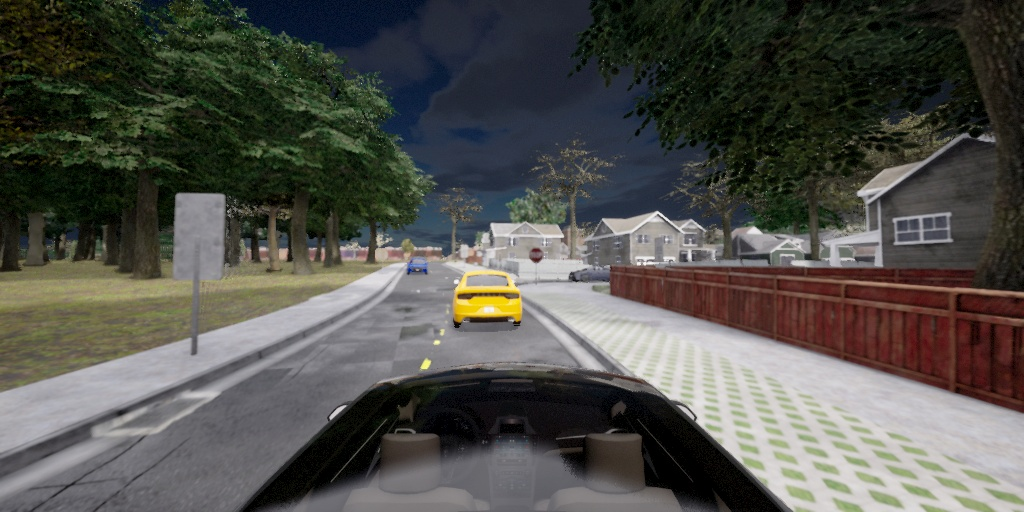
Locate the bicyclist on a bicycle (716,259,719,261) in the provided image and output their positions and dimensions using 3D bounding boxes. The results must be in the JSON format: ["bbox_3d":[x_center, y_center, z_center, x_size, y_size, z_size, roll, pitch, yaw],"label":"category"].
[{"bbox_3d":[14.351,1.052,24.708,0.582,1.620,1.656,1,-3,-14],"label":"bicyclist on a bicycle"}]

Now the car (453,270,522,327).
[{"bbox_3d":[-0.850,1.197,11.522,1.882,1.535,5.008,0,0,-6],"label":"car"}]

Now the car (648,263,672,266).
[{"bbox_3d":[11.416,1.307,27.040,5.008,1.535,1.882,1,-2,-13],"label":"car"}]

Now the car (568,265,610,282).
[{"bbox_3d":[6.644,1.435,28.758,4.181,1.385,1.994,1,-2,-13],"label":"car"}]

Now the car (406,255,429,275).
[{"bbox_3d":[-9.246,0.984,35.164,1.882,1.535,5.008,0,0,-15],"label":"car"}]
